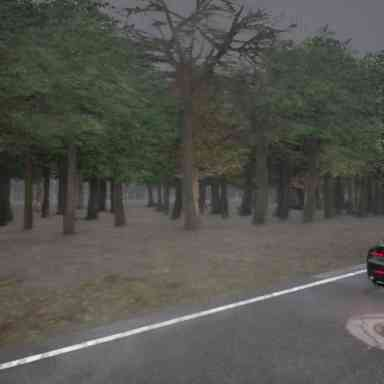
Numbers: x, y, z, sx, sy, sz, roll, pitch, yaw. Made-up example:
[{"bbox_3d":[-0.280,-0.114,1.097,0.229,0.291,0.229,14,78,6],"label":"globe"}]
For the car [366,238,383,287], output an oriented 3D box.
[{"bbox_3d":[6.159,1.522,8.133,4.892,1.490,1.837,0,0,-35],"label":"car"}]
